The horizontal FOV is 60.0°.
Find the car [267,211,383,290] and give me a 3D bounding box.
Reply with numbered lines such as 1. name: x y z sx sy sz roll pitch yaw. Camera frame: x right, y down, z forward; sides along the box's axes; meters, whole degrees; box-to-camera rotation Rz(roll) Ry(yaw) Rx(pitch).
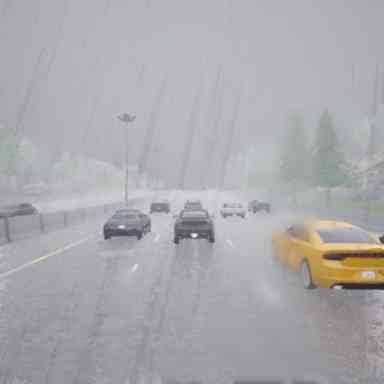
1. car: 3.606 1.540 9.268 1.882 1.535 5.008 0 0 0

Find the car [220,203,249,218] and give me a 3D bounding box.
1. car: 3.618 1.655 30.452 1.895 1.301 4.718 0 0 0

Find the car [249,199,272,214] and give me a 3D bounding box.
1. car: 7.122 1.532 35.259 1.837 1.490 4.892 0 1 0

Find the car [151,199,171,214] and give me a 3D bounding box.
1. car: -3.378 1.492 36.344 1.882 1.535 5.008 0 1 0

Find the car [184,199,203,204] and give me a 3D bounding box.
1. car: 0.122 1.514 35.503 2.128 1.511 4.902 0 1 0

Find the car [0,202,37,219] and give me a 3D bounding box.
1. car: -14.081 1.572 26.356 1.837 1.490 4.892 0 0 0

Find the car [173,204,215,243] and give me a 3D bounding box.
1. car: 0.110 1.589 16.727 1.837 1.490 4.892 0 0 0

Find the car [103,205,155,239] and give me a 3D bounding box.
1. car: -3.389 1.647 18.022 1.994 1.385 4.181 0 0 0
